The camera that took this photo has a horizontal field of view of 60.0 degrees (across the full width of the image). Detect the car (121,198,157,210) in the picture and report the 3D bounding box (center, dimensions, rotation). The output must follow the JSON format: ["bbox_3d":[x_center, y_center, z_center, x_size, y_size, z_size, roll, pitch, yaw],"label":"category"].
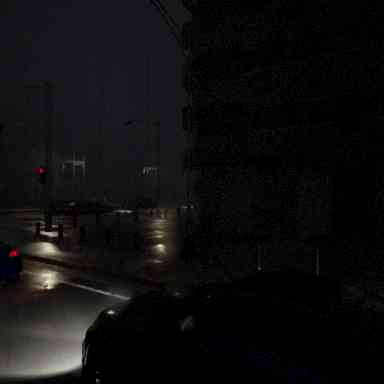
[{"bbox_3d":[-6.395,1.492,41.660,2.033,1.411,5.357,0,0,36],"label":"car"}]

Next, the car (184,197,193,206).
[{"bbox_3d":[0.778,1.448,51.565,1.837,1.490,4.892,0,0,36],"label":"car"}]

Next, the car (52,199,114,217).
[{"bbox_3d":[-9.787,1.492,30.568,2.033,1.411,5.357,0,0,35],"label":"car"}]

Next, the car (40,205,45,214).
[{"bbox_3d":[-12.565,1.449,33.121,1.837,1.490,4.892,0,0,36],"label":"car"}]

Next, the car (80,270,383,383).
[{"bbox_3d":[0.755,1.564,3.452,4.181,1.385,1.994,0,0,36],"label":"car"}]

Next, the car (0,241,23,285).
[{"bbox_3d":[-6.097,1.564,8.319,4.181,1.385,1.994,0,0,36],"label":"car"}]
